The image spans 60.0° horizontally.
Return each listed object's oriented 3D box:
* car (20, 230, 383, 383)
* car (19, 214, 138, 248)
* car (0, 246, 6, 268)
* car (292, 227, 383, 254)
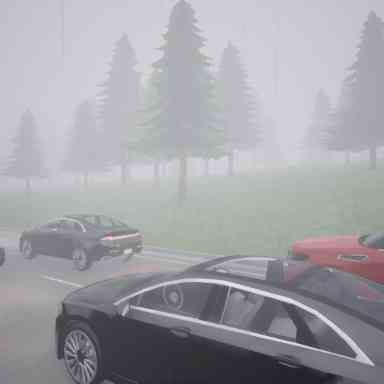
[{"bbox_3d":[0.440,1.492,3.680,4.902,1.511,2.128,0,0,36],"label":"car"},{"bbox_3d":[-3.798,1.492,10.971,4.902,1.511,2.128,0,0,36],"label":"car"},{"bbox_3d":[-7.085,1.601,9.027,4.718,1.301,1.895,0,0,36],"label":"car"},{"bbox_3d":[4.248,1.221,5.261,5.566,2.045,2.150,0,0,36],"label":"car"}]
